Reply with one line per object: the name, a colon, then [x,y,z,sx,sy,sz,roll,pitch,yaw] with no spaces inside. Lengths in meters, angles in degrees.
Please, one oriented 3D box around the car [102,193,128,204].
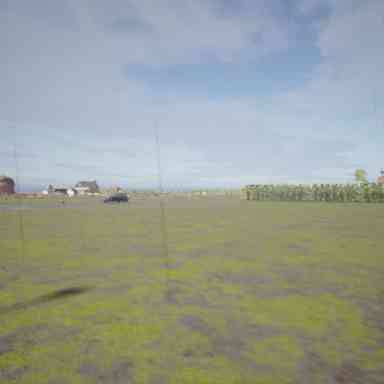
car: [-14.692,1.143,63.795,2.150,2.045,5.566,1,1,34]
